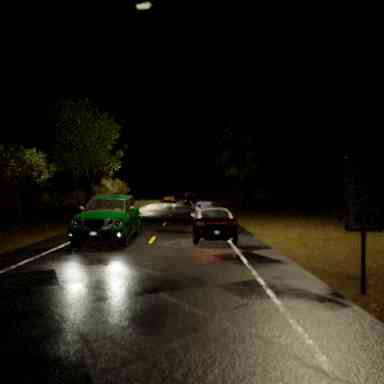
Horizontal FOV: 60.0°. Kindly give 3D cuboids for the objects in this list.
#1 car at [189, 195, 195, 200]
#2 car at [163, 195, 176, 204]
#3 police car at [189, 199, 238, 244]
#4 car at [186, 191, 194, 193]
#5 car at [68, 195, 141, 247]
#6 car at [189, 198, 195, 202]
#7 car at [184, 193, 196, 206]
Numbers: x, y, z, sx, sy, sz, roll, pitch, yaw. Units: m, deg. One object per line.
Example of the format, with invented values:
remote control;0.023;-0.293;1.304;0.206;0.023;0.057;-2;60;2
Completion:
car;0.882;1.368;31.611;1.882;1.535;5.008;0;0;0
car;-3.865;1.250;57.778;1.882;1.535;5.008;0;0;0
police car;0.973;1.374;15.721;1.930;1.638;5.238;0;0;0
car;-0.376;0.751;70.007;2.150;2.045;5.566;0;0;0
car;-3.675;1.173;15.084;2.150;2.045;5.566;0;0;0
car;0.916;1.439;25.611;1.812;1.442;4.674;0;0;0
car;-0.261;1.355;50.412;2.033;1.411;5.357;0;0;0
